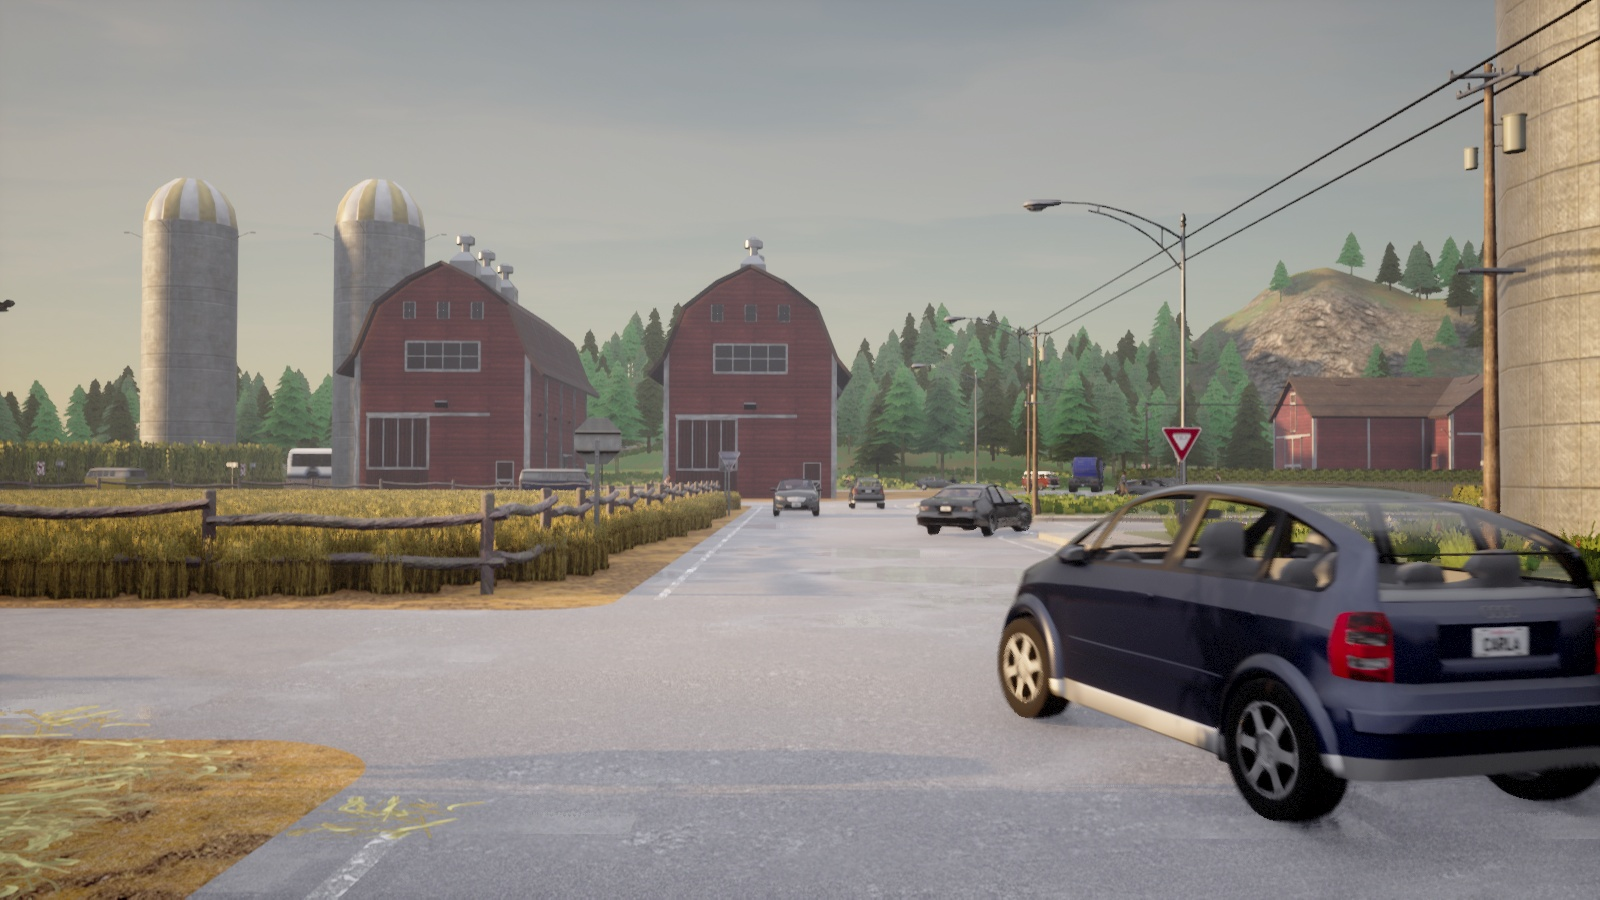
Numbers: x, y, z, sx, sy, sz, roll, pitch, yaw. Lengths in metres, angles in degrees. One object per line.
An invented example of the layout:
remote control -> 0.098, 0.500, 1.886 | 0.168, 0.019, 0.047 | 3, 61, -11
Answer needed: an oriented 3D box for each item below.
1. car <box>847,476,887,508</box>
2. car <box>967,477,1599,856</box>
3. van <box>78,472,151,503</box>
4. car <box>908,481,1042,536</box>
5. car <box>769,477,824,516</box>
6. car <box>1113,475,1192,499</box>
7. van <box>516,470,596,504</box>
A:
car -> 3.325, 2.094, 62.746 | 1.789, 1.549, 3.705 | 0, -1, 0
car -> 2.545, 0.944, 7.250 | 1.789, 1.549, 3.705 | 0, -1, -16
van -> -45.607, 2.500, 83.557 | 4.442, 1.987, 1.775 | -1, -2, 21
car -> 5.013, 1.584, 35.235 | 2.033, 1.411, 5.357 | -1, -1, 27
car -> -0.136, 1.842, 51.023 | 2.128, 1.511, 4.902 | 0, -1, 0
car -> 23.037, 2.390, 82.178 | 4.514, 1.525, 2.007 | 0, -1, -2
van -> -14.422, 2.180, 74.261 | 4.442, 1.987, 1.775 | 0, -1, -3
